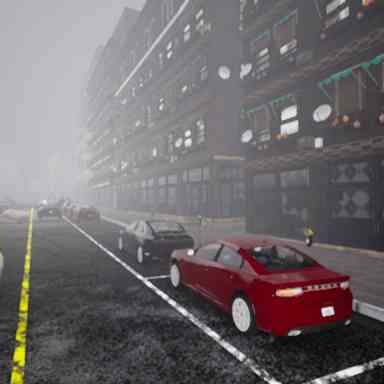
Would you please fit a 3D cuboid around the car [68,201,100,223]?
[{"bbox_3d":[-8.531,1.658,26.717,1.887,1.381,4.507,2,-1,-25],"label":"car"}]

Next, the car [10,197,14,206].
[{"bbox_3d":[-27.561,1.818,48.351,1.947,1.339,4.313,2,-1,-25],"label":"car"}]

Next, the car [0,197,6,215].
[{"bbox_3d":[-20.423,1.475,33.375,2.192,1.841,5.009,2,-1,-25],"label":"car"}]

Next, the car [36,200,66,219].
[{"bbox_3d":[-13.183,1.701,30.731,1.994,1.385,4.181,0,0,-27],"label":"car"}]

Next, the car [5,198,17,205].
[{"bbox_3d":[-37.071,1.946,68.323,1.887,1.381,4.507,2,-1,-25],"label":"car"}]

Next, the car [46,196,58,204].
[{"bbox_3d":[-32.337,1.768,76.644,2.192,1.841,5.009,1,-1,-25],"label":"car"}]

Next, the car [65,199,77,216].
[{"bbox_3d":[-10.908,1.685,31.710,1.887,1.381,4.507,2,-1,-25],"label":"car"}]

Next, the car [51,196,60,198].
[{"bbox_3d":[-18.068,1.544,46.680,2.192,1.841,5.009,1,-1,-25],"label":"car"}]

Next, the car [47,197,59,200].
[{"bbox_3d":[-17.559,1.682,39.858,2.128,1.511,4.902,0,0,-25],"label":"car"}]

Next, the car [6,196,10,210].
[{"bbox_3d":[-22.800,1.504,38.367,2.192,1.841,5.009,2,-1,-25],"label":"car"}]

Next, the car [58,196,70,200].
[{"bbox_3d":[-13.277,1.609,36.709,1.967,1.590,4.097,2,-1,-25],"label":"car"}]

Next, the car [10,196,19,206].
[{"bbox_3d":[-34.689,1.676,63.333,2.192,1.841,5.009,2,-1,-25],"label":"car"}]

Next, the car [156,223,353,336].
[{"bbox_3d":[0.980,1.569,6.742,1.887,1.381,4.507,2,-1,-25],"label":"car"}]

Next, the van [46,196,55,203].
[{"bbox_3d":[-34.716,1.839,81.638,1.690,1.788,3.998,1,-1,-25],"label":"van"}]

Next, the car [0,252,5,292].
[{"bbox_3d":[-4.323,1.623,5.473,1.895,1.301,4.718,0,0,-25],"label":"car"}]

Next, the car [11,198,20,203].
[{"bbox_3d":[-44.206,2.117,83.304,1.802,1.307,4.206,1,-1,-25],"label":"car"}]

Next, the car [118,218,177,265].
[{"bbox_3d":[-1.398,1.595,11.737,2.008,1.369,4.403,2,-1,-25],"label":"car"}]
